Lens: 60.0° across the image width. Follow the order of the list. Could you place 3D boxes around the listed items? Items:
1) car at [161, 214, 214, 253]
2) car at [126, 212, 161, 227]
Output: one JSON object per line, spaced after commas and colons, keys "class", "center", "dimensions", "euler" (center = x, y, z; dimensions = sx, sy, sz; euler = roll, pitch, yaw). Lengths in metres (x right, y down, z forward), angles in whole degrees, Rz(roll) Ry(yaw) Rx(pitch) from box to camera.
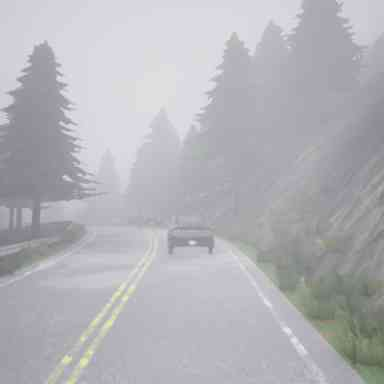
{"class": "car", "center": [-0.193, 1.714, 14.748], "dimensions": [2.128, 1.511, 4.902], "euler": [1, -1, -5]}
{"class": "car", "center": [-4.396, 2.472, 29.636], "dimensions": [1.895, 1.301, 4.718], "euler": [3, -5, -27]}
